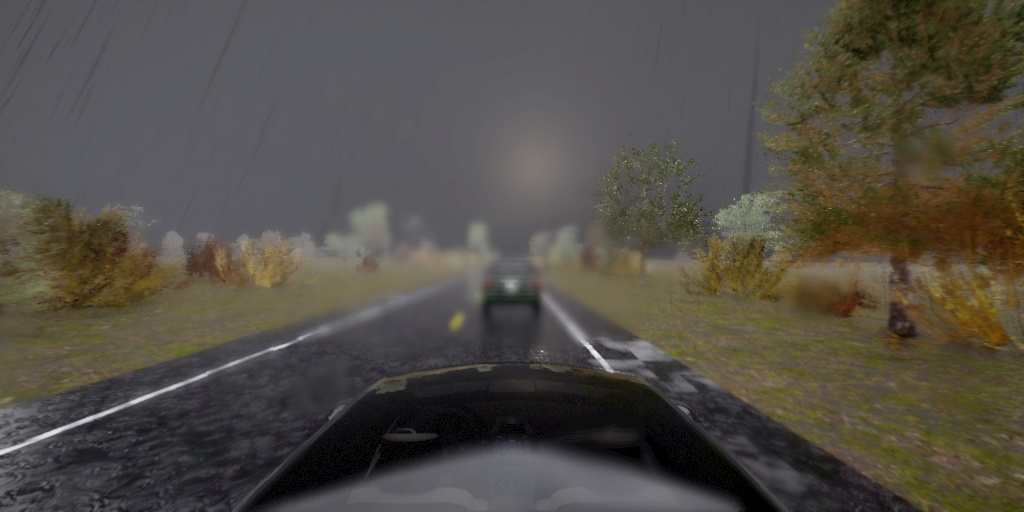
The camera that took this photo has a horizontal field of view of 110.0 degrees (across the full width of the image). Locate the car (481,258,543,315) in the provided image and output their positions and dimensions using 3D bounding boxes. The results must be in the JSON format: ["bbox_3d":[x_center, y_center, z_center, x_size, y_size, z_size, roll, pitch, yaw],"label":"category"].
[{"bbox_3d":[0.013,1.107,14.434,2.150,2.045,5.566,0,0,0],"label":"car"}]
